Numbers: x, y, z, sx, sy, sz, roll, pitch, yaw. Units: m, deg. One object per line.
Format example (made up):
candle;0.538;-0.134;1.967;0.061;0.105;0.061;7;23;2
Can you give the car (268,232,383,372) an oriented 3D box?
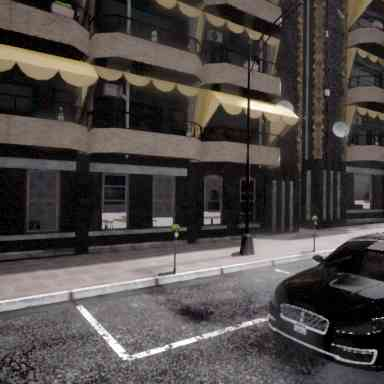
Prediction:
car;3.415;1.506;5.610;4.892;1.490;1.837;0;0;-33
